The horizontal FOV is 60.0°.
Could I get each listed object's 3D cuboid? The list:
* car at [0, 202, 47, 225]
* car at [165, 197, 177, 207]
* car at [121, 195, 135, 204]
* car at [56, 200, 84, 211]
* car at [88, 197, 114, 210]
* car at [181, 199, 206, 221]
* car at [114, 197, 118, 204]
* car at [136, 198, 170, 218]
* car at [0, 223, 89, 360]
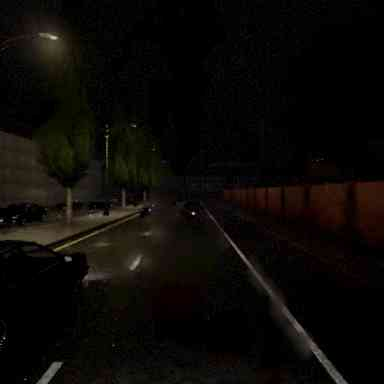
[{"bbox_3d":[-11.594,1.495,22.673,1.837,1.490,4.892,0,0,0],"label":"car"},{"bbox_3d":[-3.390,1.455,50.893,1.882,1.535,5.008,0,0,0],"label":"car"},{"bbox_3d":[-11.488,1.389,60.737,2.097,1.767,4.553,0,0,0],"label":"car"},{"bbox_3d":[-15.081,1.583,41.278,1.895,1.301,4.718,0,0,0],"label":"car"},{"bbox_3d":[-11.578,1.546,41.720,1.994,1.385,4.181,0,0,0],"label":"car"},{"bbox_3d":[0.105,1.552,26.743,1.994,1.385,4.181,0,0,0],"label":"car"},{"bbox_3d":[-14.988,1.617,60.678,1.895,1.301,4.718,0,0,0],"label":"car"},{"bbox_3d":[-3.394,1.535,29.671,2.033,1.411,5.357,0,0,0],"label":"car"},{"bbox_3d":[-3.399,1.545,5.585,2.033,1.411,5.357,0,0,0],"label":"car"}]
